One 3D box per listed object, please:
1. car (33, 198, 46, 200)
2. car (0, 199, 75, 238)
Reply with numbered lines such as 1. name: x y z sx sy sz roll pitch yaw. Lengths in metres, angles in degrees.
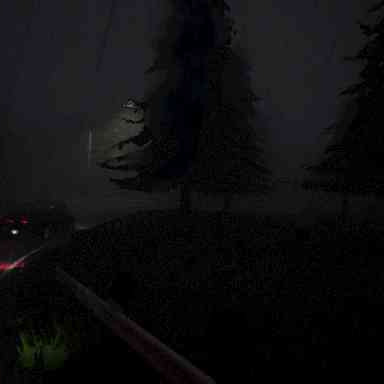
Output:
1. car: -10.211 1.134 22.666 1.994 1.385 4.181 4 2 7
2. car: -7.389 1.404 16.477 1.837 1.490 4.892 4 1 2
